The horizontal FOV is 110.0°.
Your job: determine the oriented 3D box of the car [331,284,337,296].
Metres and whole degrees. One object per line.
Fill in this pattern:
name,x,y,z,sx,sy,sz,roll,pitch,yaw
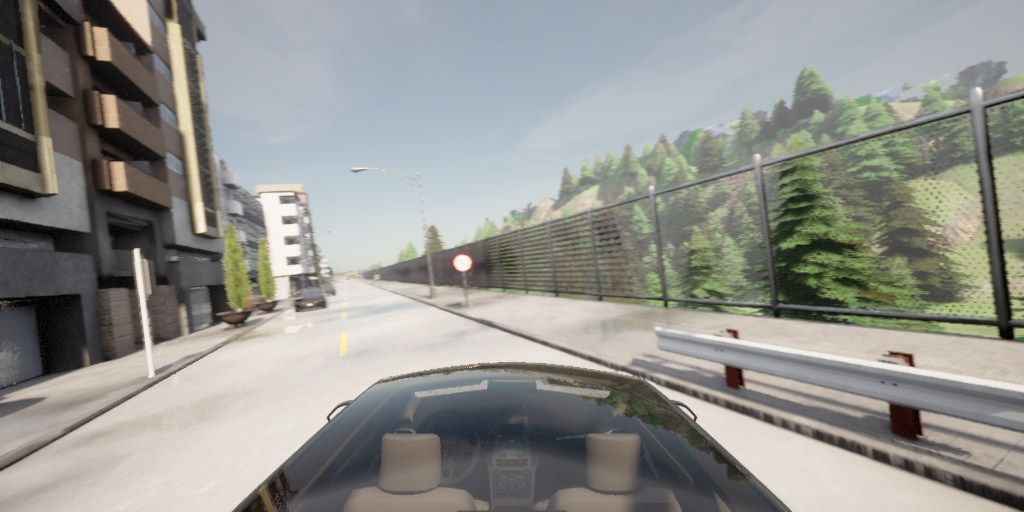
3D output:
car,-21.796,4.093,42.391,1.837,1.490,4.892,-7,0,-25

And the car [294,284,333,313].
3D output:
car,-14.292,3.043,25.694,1.882,1.535,5.008,-7,0,-25
